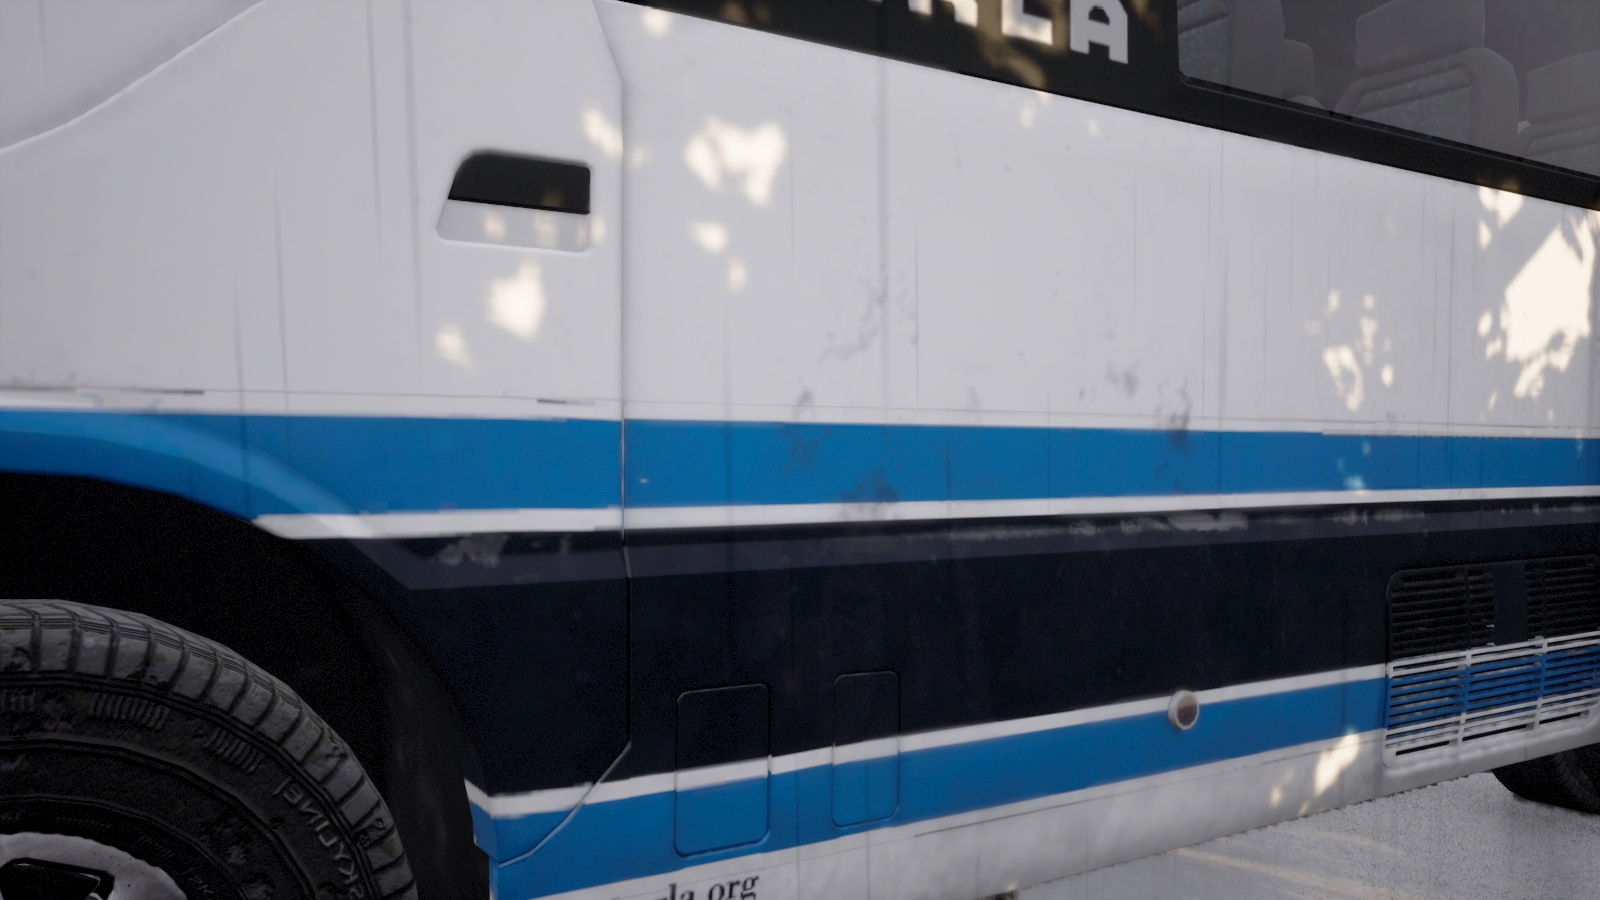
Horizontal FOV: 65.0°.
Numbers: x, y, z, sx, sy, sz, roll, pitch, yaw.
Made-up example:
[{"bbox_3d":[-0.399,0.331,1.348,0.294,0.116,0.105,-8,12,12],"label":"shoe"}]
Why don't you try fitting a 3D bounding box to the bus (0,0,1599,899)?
[{"bbox_3d":[0.588,-0.621,4.639,10.273,4.253,3.944,0,0,-33],"label":"bus"}]
